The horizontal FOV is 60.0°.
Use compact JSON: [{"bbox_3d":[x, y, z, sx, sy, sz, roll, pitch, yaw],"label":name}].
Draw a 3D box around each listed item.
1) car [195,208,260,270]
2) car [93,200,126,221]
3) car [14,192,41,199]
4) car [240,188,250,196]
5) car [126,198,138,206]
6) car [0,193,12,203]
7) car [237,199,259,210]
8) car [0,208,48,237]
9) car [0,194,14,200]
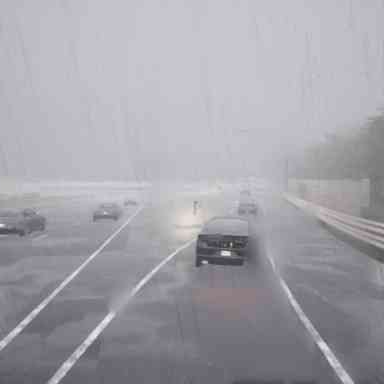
[{"bbox_3d":[1.305,1.545,11.470,1.882,1.535,5.008,2,0,9],"label":"car"},{"bbox_3d":[-6.907,1.596,27.609,1.994,1.385,4.181,0,0,-6],"label":"car"},{"bbox_3d":[-27.742,1.035,57.000,2.150,2.045,5.566,0,0,-6],"label":"car"},{"bbox_3d":[10.555,-0.090,66.138,1.837,1.490,4.892,0,3,6],"label":"car"},{"bbox_3d":[-9.735,1.537,53.570,1.895,1.301,4.718,0,0,-6],"label":"car"},{"bbox_3d":[-35.250,1.114,61.216,2.097,1.767,4.553,0,0,-6],"label":"car"},{"bbox_3d":[5.353,1.453,31.675,2.128,1.511,4.902,0,2,11],"label":"car"},{"bbox_3d":[-9.295,1.559,17.822,1.994,1.385,4.181,0,0,-6],"label":"car"},{"bbox_3d":[-31.301,1.339,57.385,2.033,1.411,5.357,0,0,-6],"label":"car"}]
